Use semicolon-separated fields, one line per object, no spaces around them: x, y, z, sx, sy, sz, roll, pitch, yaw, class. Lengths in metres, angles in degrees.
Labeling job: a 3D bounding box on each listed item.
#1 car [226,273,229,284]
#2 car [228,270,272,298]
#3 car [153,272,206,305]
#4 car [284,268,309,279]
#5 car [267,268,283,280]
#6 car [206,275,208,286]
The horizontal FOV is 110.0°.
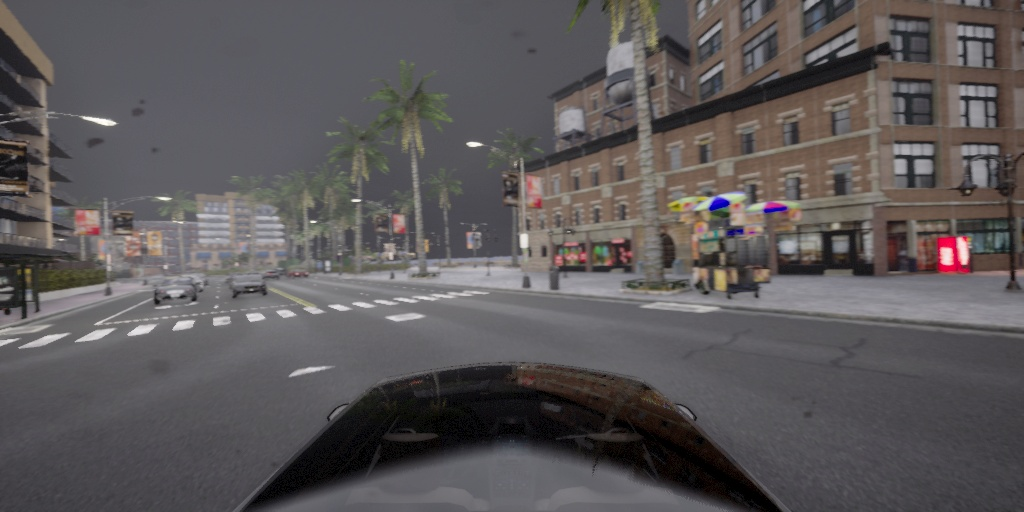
-24.111;2.227;32.068;2.033;1.411;5.357;-2;0;-39;car
-18.002;1.949;24.528;1.837;1.490;4.892;-2;0;-39;car
-20.628;2.037;22.211;2.128;1.511;4.902;-2;0;-39;car
-30.362;2.522;50.813;1.895;1.301;4.718;-2;0;-43;car
-32.544;2.510;47.990;1.837;1.490;4.892;-2;0;-43;car
-26.253;2.289;29.144;1.812;1.442;4.674;-2;0;-39;car
